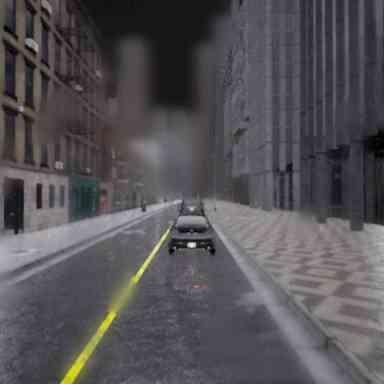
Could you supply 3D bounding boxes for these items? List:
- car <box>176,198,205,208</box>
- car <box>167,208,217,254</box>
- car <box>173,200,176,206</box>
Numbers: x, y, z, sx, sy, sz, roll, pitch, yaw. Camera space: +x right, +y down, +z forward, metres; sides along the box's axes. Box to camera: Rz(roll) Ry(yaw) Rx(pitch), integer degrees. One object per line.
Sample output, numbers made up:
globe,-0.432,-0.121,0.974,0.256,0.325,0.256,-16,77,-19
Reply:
car,-0.009,1.513,29.013,2.150,2.045,5.566,0,0,0
car,0.000,1.651,14.287,1.837,1.490,4.892,0,0,0
car,-3.024,2.322,71.748,1.812,1.442,4.674,0,-1,0
